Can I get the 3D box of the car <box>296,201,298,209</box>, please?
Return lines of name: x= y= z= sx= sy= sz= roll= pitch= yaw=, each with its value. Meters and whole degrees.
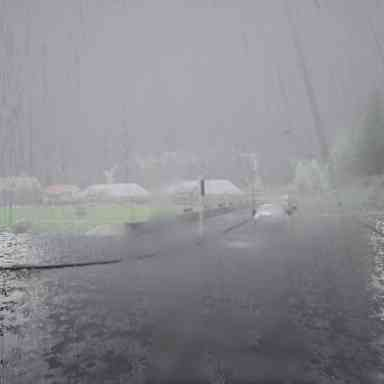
car: x=12.740 y=1.582 z=43.502 sx=1.837 sy=1.490 sz=4.892 roll=-2 pitch=-1 yaw=20

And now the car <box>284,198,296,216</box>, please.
car: x=9.204 y=1.604 z=33.971 sx=1.812 sy=1.442 sz=4.674 roll=-2 pitch=-1 yaw=21

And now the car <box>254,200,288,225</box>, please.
car: x=5.815 y=1.604 z=24.650 sx=1.812 sy=1.442 sz=4.674 roll=-2 pitch=-1 yaw=20
